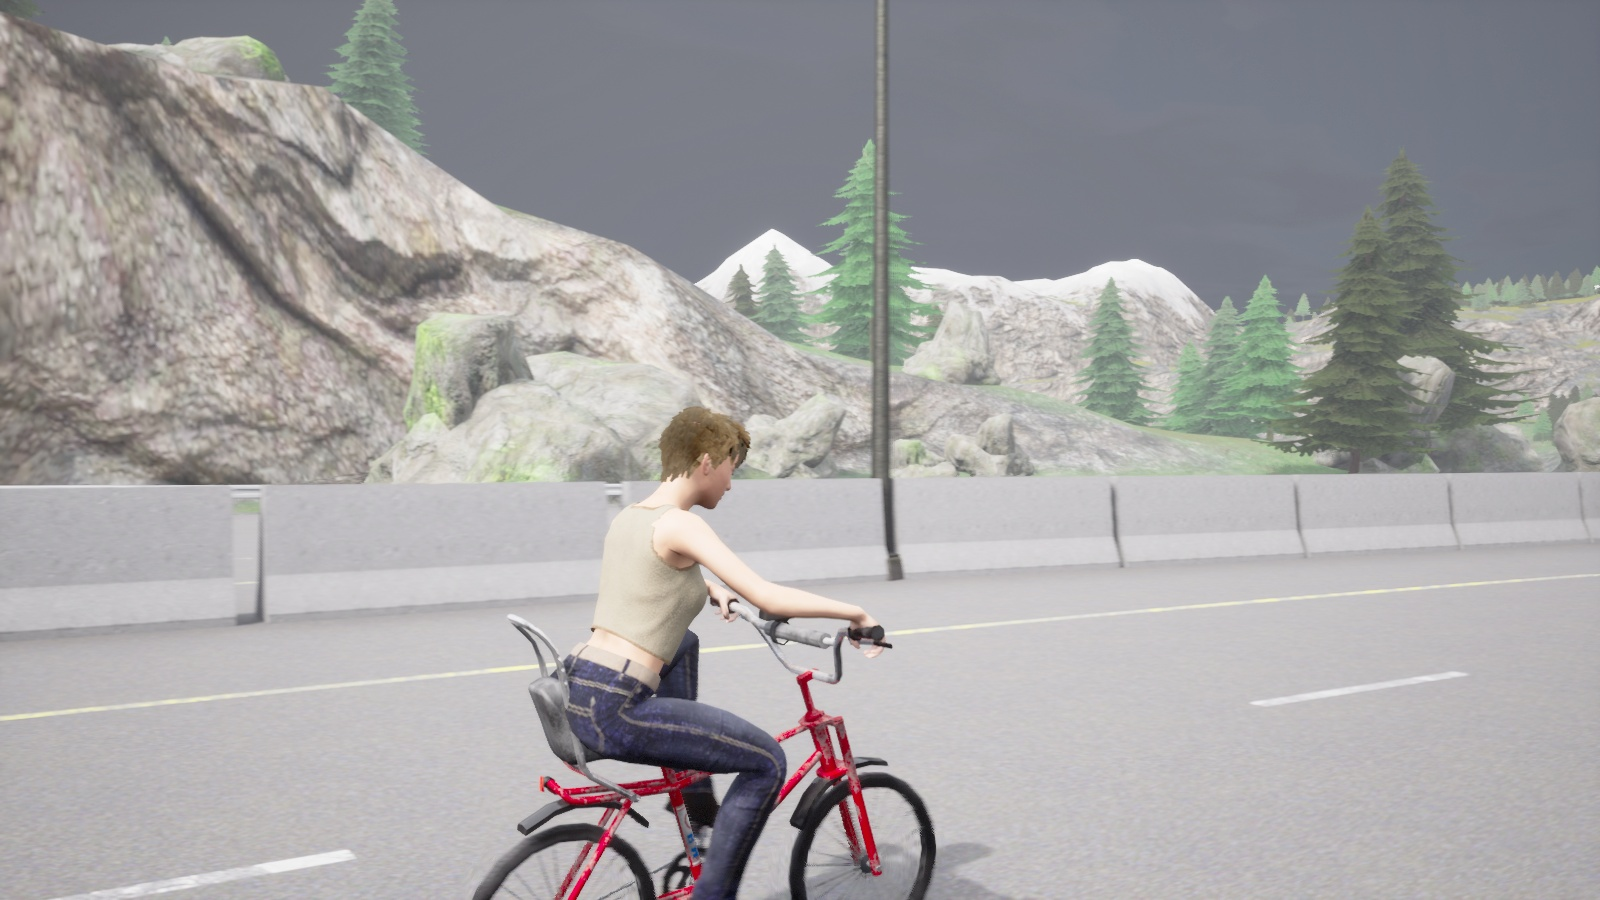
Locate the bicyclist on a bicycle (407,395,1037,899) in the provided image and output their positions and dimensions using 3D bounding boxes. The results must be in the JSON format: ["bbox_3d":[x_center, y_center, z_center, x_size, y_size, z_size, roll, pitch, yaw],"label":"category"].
[{"bbox_3d":[-0.204,0.689,3.477,1.509,1.612,0.866,0,0,-33],"label":"bicyclist on a bicycle"}]
